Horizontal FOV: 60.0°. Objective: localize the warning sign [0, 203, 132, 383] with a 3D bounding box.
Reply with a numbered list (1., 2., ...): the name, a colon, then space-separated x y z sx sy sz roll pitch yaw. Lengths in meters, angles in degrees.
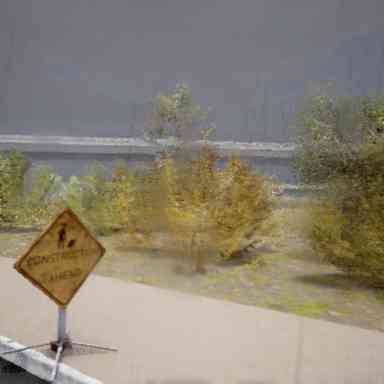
1. warning sign: -1.629 1.102 4.209 1.060 1.860 1.300 2 0 35
